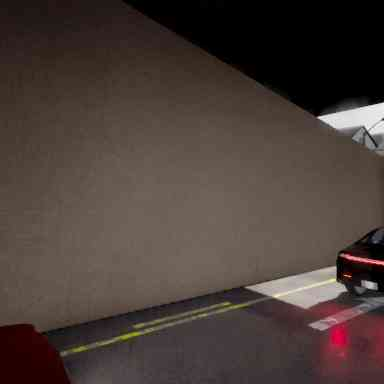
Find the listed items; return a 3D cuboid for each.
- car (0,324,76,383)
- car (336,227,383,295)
[{"bbox_3d":[-3.016,1.601,1.674,4.718,1.301,1.895,0,0,-35],"label":"car"},{"bbox_3d":[5.226,1.491,7.501,4.902,1.511,2.128,0,0,-35],"label":"car"}]
